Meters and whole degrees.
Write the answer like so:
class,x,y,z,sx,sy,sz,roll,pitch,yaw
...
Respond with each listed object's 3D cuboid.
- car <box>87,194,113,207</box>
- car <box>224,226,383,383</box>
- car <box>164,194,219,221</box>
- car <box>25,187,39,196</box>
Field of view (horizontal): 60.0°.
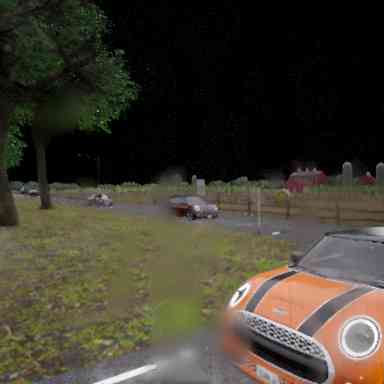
class,x,y,z,sx,sy,sz,roll,pitch,yaw
car,-10.851,0.939,39.075,1.812,1.442,4.674,-1,1,-36
car,2.623,1.348,4.820,4.553,1.767,2.097,0,0,-36
car,-0.111,1.043,24.183,2.097,1.767,4.553,-1,2,-36
car,-40.582,0.223,85.020,1.882,1.535,5.008,-1,1,-36
